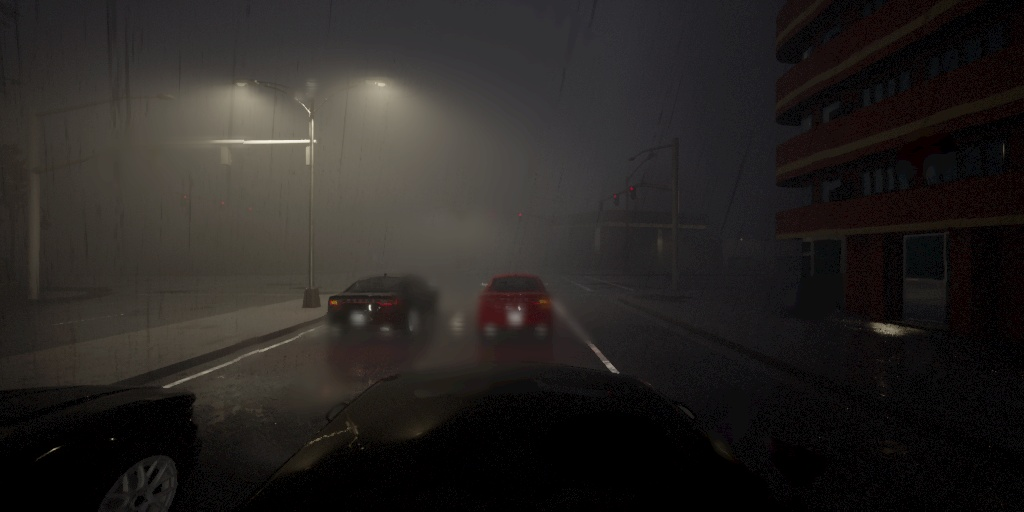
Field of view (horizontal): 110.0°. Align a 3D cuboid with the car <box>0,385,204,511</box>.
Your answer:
[{"bbox_3d":[-3.409,1.228,0.794,1.882,1.535,5.008,0,0,0],"label":"car"}]

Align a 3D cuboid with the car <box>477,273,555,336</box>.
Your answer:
[{"bbox_3d":[0.113,1.228,10.460,1.882,1.535,5.008,0,0,1],"label":"car"}]

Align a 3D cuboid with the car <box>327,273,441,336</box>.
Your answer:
[{"bbox_3d":[-3.392,1.228,10.447,1.882,1.535,5.008,0,0,0],"label":"car"}]
